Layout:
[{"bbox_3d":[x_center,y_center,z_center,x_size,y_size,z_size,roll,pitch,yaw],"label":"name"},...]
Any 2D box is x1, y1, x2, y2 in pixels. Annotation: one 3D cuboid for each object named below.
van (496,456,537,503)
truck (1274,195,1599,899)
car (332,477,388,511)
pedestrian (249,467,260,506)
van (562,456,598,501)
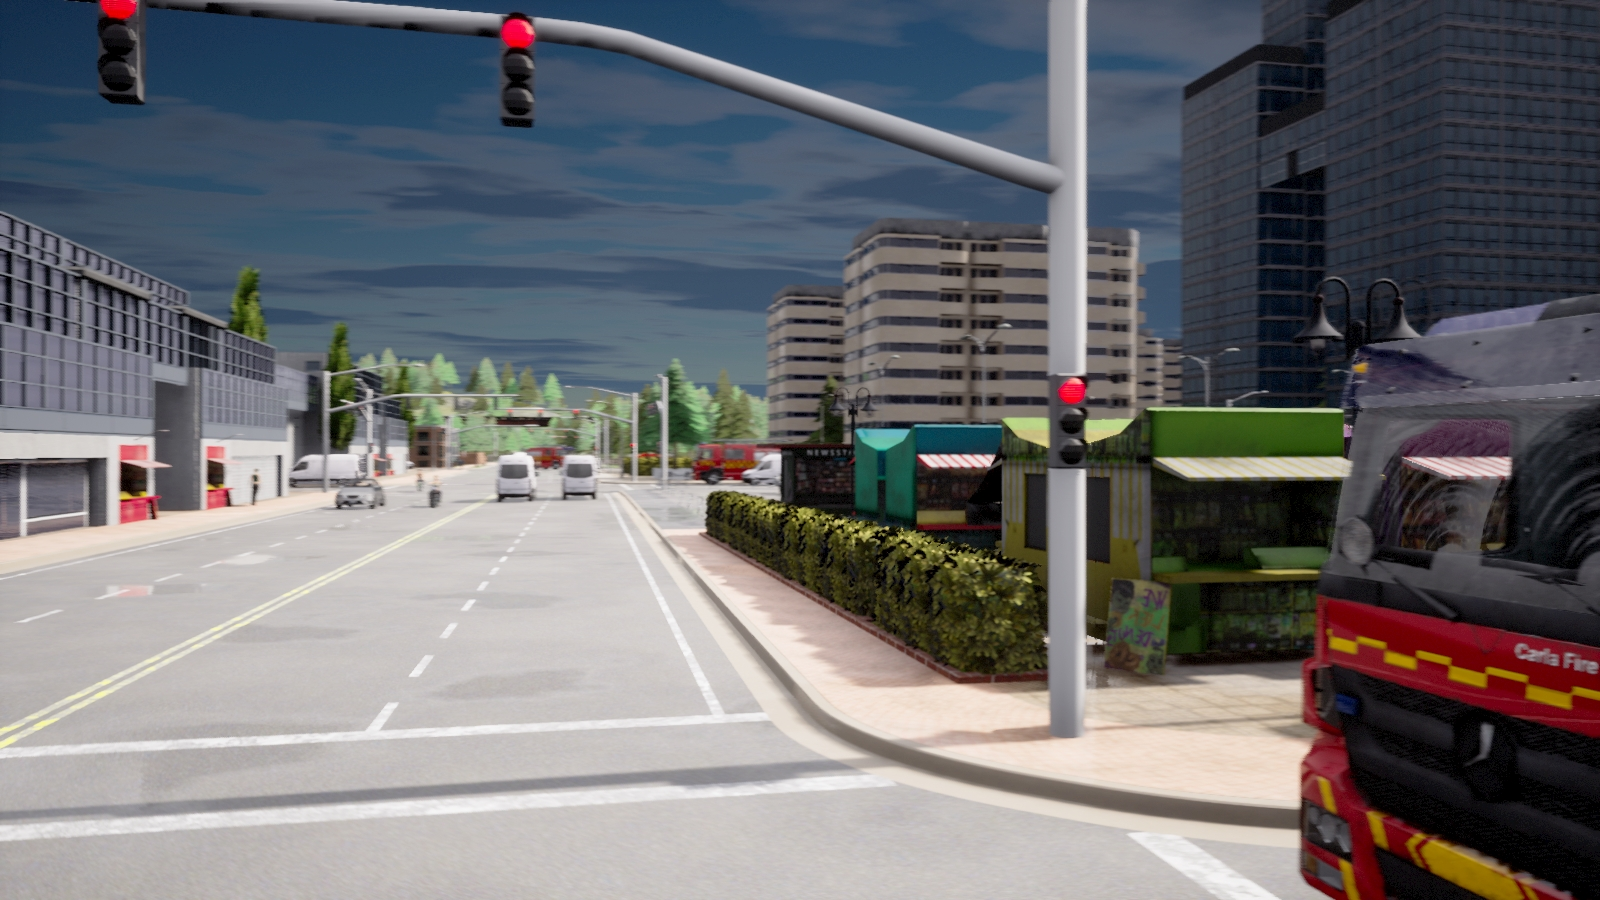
[{"bbox_3d":[-16.129,1.615,65.200,1.988,2.561,5.915,0,0,-11],"label":"van"},{"bbox_3d":[7.192,0.904,6.093,8.468,3.827,2.891,0,0,-12],"label":"truck"},{"bbox_3d":[-21.536,2.131,56.047,1.816,1.474,4.193,0,0,-11],"label":"car"},{"bbox_3d":[-26.206,1.761,54.883,0.375,1.860,0.375,0,0,-13],"label":"pedestrian"},{"bbox_3d":[-13.080,1.621,67.848,1.988,2.561,5.915,0,0,-11],"label":"van"}]
